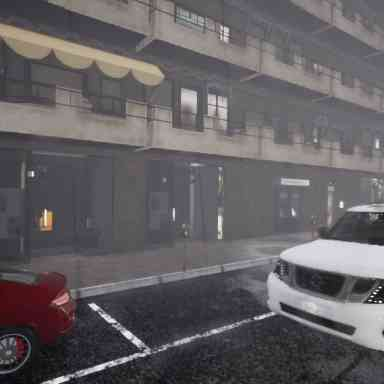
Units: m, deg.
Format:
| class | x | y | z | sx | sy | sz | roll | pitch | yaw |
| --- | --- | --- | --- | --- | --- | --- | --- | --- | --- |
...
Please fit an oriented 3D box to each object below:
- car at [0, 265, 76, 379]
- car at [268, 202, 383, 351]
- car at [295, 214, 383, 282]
| class | x | y | z | sx | sy | sz | roll | pitch | yaw |
| --- | --- | --- | --- | --- | --- | --- | --- | --- | --- |
| car | -3.600 | 1.582 | 3.978 | 4.206 | 1.307 | 1.802 | 0 | 1 | -35 |
| car | 3.885 | 1.223 | 6.138 | 5.566 | 2.045 | 2.150 | 0 | 0 | -35 |
| car | 5.443 | 1.548 | 10.405 | 4.507 | 1.381 | 1.887 | 0 | 1 | -35 |
